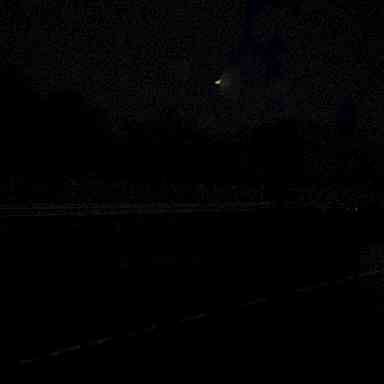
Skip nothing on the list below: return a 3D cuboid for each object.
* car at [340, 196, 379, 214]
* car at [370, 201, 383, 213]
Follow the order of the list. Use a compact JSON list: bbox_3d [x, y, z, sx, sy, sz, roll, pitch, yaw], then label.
[{"bbox_3d":[19.632,1.513,38.608,5.566,2.045,2.150,1,-1,-34],"label":"car"},{"bbox_3d":[21.571,2.017,35.695,4.892,1.490,1.837,1,-1,-34],"label":"car"}]
